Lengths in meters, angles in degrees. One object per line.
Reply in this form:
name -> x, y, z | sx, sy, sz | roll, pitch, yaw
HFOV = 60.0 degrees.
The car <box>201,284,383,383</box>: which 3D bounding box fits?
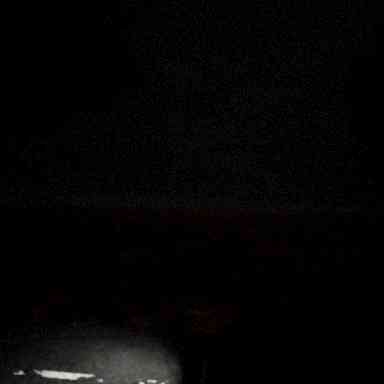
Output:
car -> 2.507, 1.594, 2.948 | 4.892, 1.490, 1.837 | 1, -1, 6
